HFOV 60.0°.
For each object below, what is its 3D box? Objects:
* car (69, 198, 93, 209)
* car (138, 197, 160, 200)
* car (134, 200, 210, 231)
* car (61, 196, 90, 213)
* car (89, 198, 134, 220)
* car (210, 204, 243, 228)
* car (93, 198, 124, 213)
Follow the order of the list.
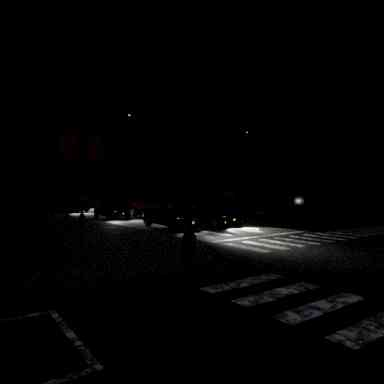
[{"bbox_3d":[-15.396,1.530,45.893,1.895,1.301,4.718,0,0,-35],"label":"car"},{"bbox_3d":[-3.511,1.312,29.272,2.097,1.767,4.553,0,0,-36],"label":"car"},{"bbox_3d":[-1.376,1.468,20.730,2.128,1.511,4.902,0,0,-36],"label":"car"},{"bbox_3d":[-13.090,1.494,37.031,2.033,1.411,5.357,0,0,-36],"label":"car"},{"bbox_3d":[-6.869,1.467,28.376,1.837,1.490,4.892,0,0,-36],"label":"car"},{"bbox_3d":[1.476,1.537,22.328,1.994,1.385,4.181,0,0,-36],"label":"car"},{"bbox_3d":[-9.474,1.470,37.589,1.812,1.442,4.674,0,0,-36],"label":"car"}]
